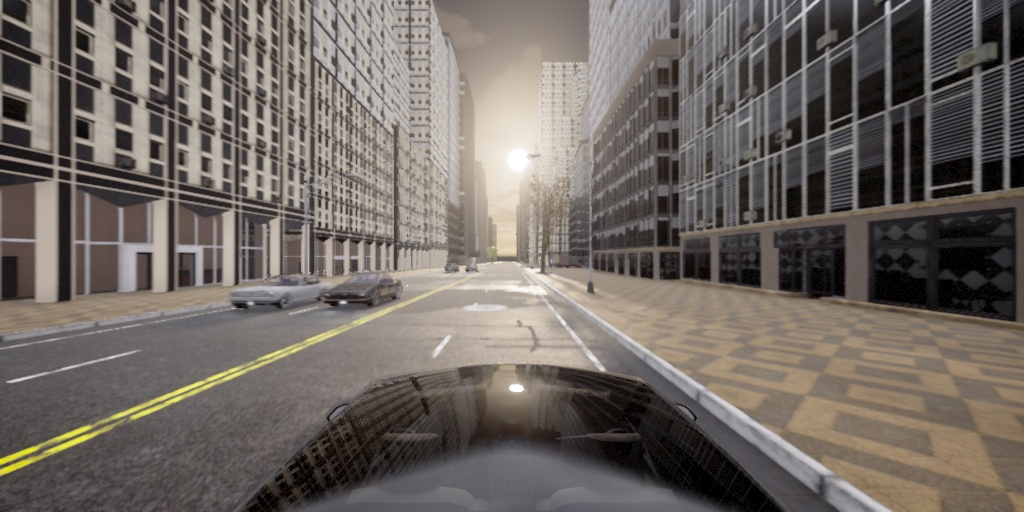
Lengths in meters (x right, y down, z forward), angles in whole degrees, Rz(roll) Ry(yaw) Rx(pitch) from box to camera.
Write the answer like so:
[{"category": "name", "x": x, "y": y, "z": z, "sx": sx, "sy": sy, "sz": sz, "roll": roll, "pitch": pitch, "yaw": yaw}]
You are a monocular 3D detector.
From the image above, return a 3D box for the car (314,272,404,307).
[{"category": "car", "x": -6.596, "y": 1.465, "z": 16.674, "sx": 2.033, "sy": 1.411, "sz": 5.357, "roll": 0, "pitch": -1, "yaw": 0}]

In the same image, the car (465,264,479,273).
[{"category": "car", "x": -6.525, "y": 1.956, "z": 58.627, "sx": 1.812, "sy": 1.442, "sz": 4.674, "roll": 0, "pitch": -1, "yaw": 1}]

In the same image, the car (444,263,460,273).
[{"category": "car", "x": -9.777, "y": 1.923, "z": 58.705, "sx": 2.128, "sy": 1.511, "sz": 4.902, "roll": 0, "pitch": -1, "yaw": 1}]

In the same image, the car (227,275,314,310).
[{"category": "car", "x": -9.845, "y": 1.507, "z": 15.738, "sx": 1.895, "sy": 1.301, "sz": 4.718, "roll": 0, "pitch": -1, "yaw": 0}]
